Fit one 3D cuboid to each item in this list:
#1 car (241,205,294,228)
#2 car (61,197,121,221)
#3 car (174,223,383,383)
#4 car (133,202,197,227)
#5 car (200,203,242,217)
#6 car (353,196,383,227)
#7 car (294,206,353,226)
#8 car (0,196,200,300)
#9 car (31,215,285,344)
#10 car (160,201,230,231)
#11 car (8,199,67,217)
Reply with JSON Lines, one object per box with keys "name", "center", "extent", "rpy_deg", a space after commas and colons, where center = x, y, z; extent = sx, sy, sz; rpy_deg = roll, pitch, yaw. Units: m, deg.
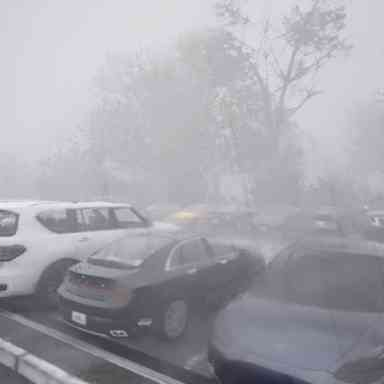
{"name": "car", "center": [5.004, 1.510, 18.919], "extent": [2.163, 1.488, 4.792], "rpy_deg": [0, 0, 35]}
{"name": "car", "center": [-8.611, 1.392, 28.607], "extent": [2.185, 1.767, 4.553], "rpy_deg": [0, 0, 35]}
{"name": "car", "center": [2.102, 1.498, 4.934], "extent": [2.163, 1.488, 4.792], "rpy_deg": [0, 0, 35]}
{"name": "car", "center": [-1.790, 1.538, 23.785], "extent": [2.002, 1.452, 4.674], "rpy_deg": [0, 0, 35]}
{"name": "car", "center": [2.748, 1.486, 20.553], "extent": [2.097, 1.535, 5.008], "rpy_deg": [0, 0, 35]}
{"name": "car", "center": [9.542, 1.220, 15.694], "extent": [2.435, 2.045, 5.566], "rpy_deg": [0, 0, 35]}
{"name": "car", "center": [7.307, 1.504, 17.353], "extent": [2.163, 1.488, 4.792], "rpy_deg": [0, 0, 35]}
{"name": "car", "center": [-2.433, 1.227, 8.229], "extent": [2.435, 2.045, 5.566], "rpy_deg": [0, 0, 35]}
{"name": "car", "center": [-0.164, 1.474, 6.575], "extent": [2.231, 1.521, 4.892], "rpy_deg": [0, 0, 35]}
{"name": "car", "center": [0.373, 1.489, 22.021], "extent": [1.946, 1.575, 5.366], "rpy_deg": [0, 0, 35]}
{"name": "car", "center": [-15.392, 1.559, 33.488], "extent": [2.097, 1.535, 5.008], "rpy_deg": [-1, 0, 36]}
